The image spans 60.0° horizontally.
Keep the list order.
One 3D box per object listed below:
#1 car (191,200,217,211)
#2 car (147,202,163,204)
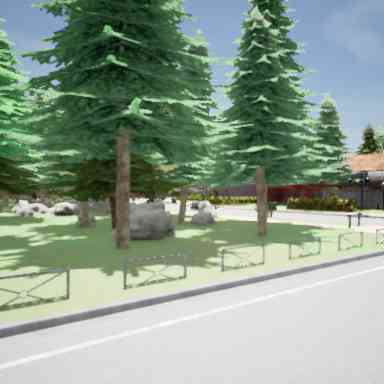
[{"bbox_3d":[1.587,1.818,44.668,1.994,1.385,4.181,0,0,-32],"label":"car"},{"bbox_3d":[-6.602,1.614,59.530,1.994,1.385,4.181,0,0,-24],"label":"car"}]
